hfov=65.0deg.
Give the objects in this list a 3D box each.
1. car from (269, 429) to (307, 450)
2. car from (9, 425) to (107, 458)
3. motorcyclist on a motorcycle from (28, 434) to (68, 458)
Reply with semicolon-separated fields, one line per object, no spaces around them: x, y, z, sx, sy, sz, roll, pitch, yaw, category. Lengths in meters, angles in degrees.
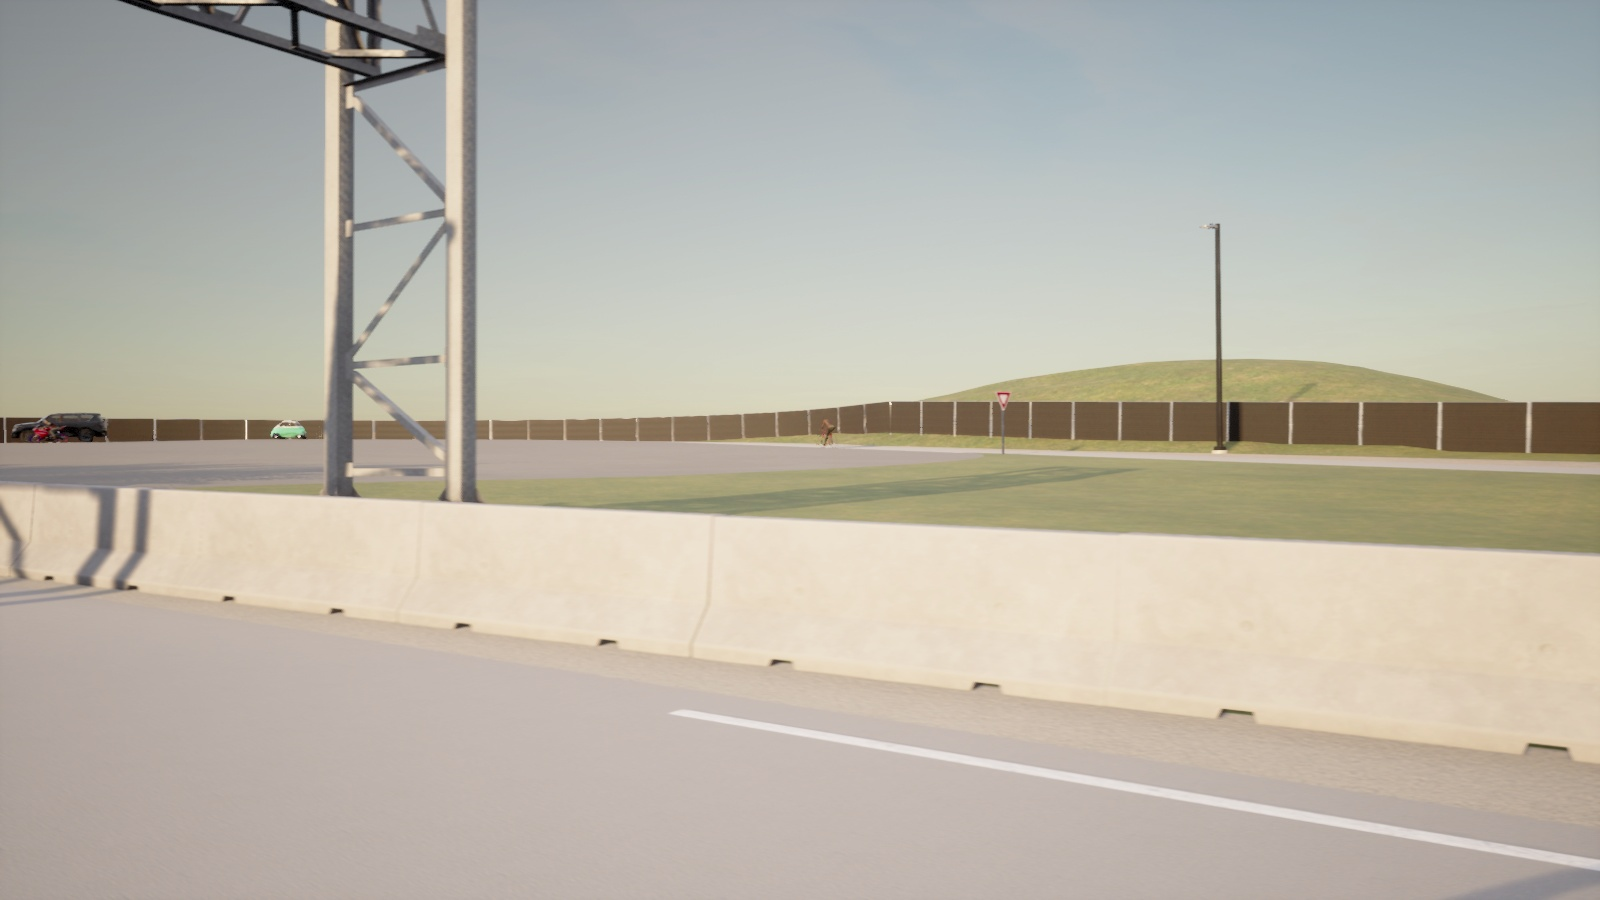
-36.540;-0.752;89.613;2.207;1.376;1.481;-1;0;-7;car
-50.054;-0.573;84.891;5.566;2.045;2.150;-2;1;-29;car
-48.842;-0.261;81.543;2.191;1.530;0.866;-2;1;-30;motorcyclist on a motorcycle
